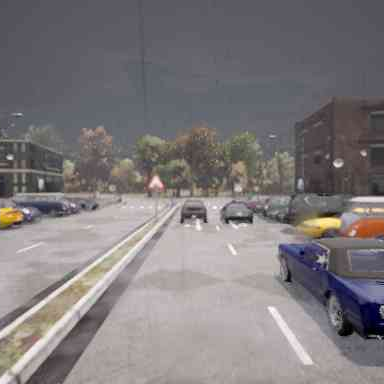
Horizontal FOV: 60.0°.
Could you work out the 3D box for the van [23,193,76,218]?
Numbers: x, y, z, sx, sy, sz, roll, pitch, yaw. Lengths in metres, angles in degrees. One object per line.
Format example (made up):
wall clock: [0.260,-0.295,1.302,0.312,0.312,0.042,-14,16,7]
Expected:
van: [-12.371,1.092,27.623,4.442,1.987,1.878,0,0,0]

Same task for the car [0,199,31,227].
car: [-12.498,1.365,19.285,5.008,1.535,2.097,0,0,0]

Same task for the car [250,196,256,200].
car: [7.669,1.336,28.587,4.674,1.452,2.002,0,0,0]

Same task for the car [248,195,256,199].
car: [7.680,1.273,31.342,5.008,1.535,2.097,0,1,0]

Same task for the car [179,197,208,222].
car: [0.127,1.355,24.492,1.837,1.490,4.892,0,1,0]

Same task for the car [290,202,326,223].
car: [7.471,1.382,14.796,5.366,1.575,1.946,0,0,0]

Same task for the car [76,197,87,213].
car: [-12.514,1.166,30.532,4.553,1.767,2.185,0,1,0]

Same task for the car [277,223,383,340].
car: [3.107,1.555,6.502,1.895,1.301,4.718,0,0,0]

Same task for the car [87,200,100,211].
car: [-12.443,1.262,35.968,4.792,1.488,2.163,0,1,0]

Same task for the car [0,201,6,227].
car: [-12.515,1.380,16.630,4.892,1.521,2.231,0,0,0]

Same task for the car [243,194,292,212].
car: [7.646,1.120,34.103,4.553,1.767,2.185,0,1,0]

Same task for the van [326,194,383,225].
van: [7.536,1.175,12.037,4.442,1.987,1.878,0,0,0]

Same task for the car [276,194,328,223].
car: [7.687,1.118,17.551,5.566,2.045,2.435,0,0,0]

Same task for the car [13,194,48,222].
car: [-12.529,1.225,22.188,4.553,1.767,2.185,0,0,0]

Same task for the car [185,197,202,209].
car: [0.250,1.296,40.891,1.895,1.301,4.718,0,1,2]

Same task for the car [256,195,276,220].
car: [7.637,1.192,25.828,4.553,1.767,2.185,0,0,0]

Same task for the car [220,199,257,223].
car: [3.126,1.416,23.905,1.994,1.385,4.181,0,0,0]

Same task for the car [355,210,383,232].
car: [7.656,1.417,9.281,5.008,1.535,2.097,0,0,0]
